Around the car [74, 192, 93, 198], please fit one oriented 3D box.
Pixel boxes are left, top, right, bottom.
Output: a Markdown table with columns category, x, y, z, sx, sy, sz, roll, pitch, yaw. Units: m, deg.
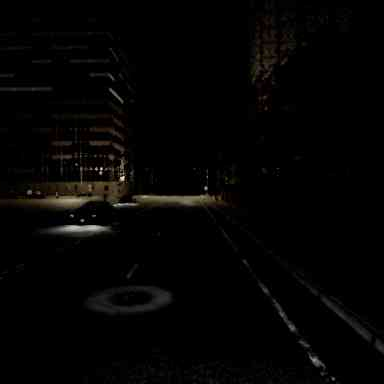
| category | x | y | z | sx | sy | sz | roll | pitch | yaw |
| --- | --- | --- | --- | --- | --- | --- | --- | --- | --- |
| car | -25.598 | 0.681 | 78.283 | 4.313 | 1.339 | 1.947 | 0 | 1 | 2 |

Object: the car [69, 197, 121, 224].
| category | x | y | z | sx | sy | sz | roll | pitch | yaw |
| --- | --- | --- | --- | --- | --- | --- | --- | --- | --- |
| car | -6.618 | 1.312 | 22.732 | 2.033 | 1.411 | 5.357 | 0 | 1 | 0 |

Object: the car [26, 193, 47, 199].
| category | x | y | z | sx | sy | sz | roll | pitch | yaw |
| --- | --- | --- | --- | --- | --- | --- | --- | --- | --- |
| car | -32.918 | 0.868 | 70.414 | 4.206 | 1.307 | 1.802 | 0 | 1 | 2 |

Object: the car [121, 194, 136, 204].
| category | x | y | z | sx | sy | sz | roll | pitch | yaw |
| --- | --- | --- | --- | --- | --- | --- | --- | --- | --- |
| car | -9.854 | 1.046 | 51.096 | 1.994 | 1.385 | 4.181 | 0 | 0 | 0 |

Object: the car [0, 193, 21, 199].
| category | x | y | z | sx | sy | sz | roll | pitch | yaw |
| --- | --- | --- | --- | --- | --- | --- | --- | --- | --- |
| car | -38.467 | 0.853 | 70.582 | 4.206 | 1.307 | 1.802 | 0 | 1 | 2 |
